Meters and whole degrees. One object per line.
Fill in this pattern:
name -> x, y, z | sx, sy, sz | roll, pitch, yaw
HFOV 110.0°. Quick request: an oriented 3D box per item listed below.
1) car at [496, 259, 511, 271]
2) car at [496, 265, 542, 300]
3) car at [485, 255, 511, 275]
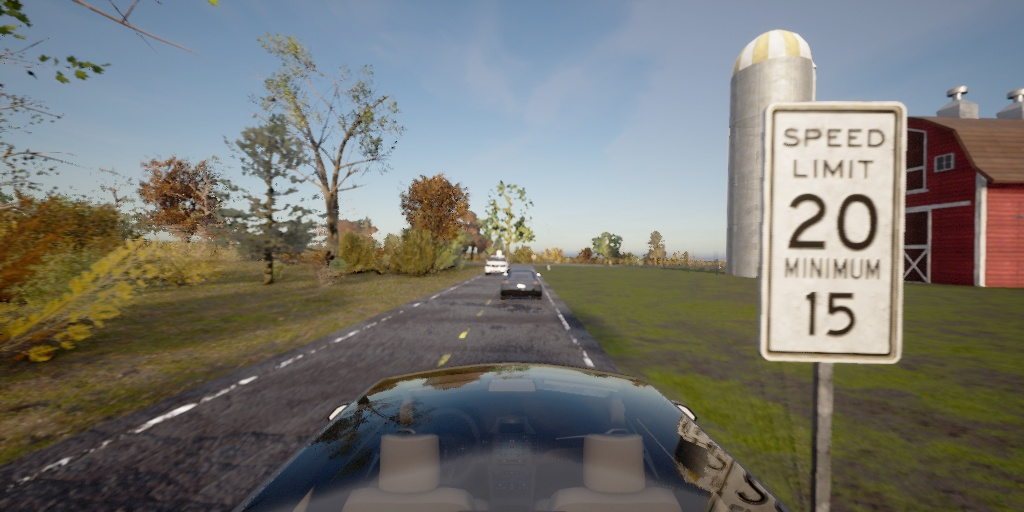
car -> -1.157, 1.261, 50.192 | 1.837, 1.490, 4.892 | 1, 0, 2
car -> 0.483, 1.338, 18.091 | 1.994, 1.385, 4.181 | 1, 0, 2
car -> -1.562, 0.971, 38.368 | 2.150, 2.045, 5.566 | 1, 0, 2
